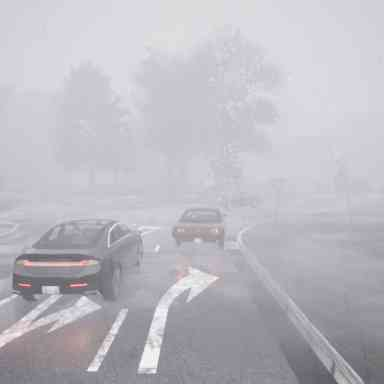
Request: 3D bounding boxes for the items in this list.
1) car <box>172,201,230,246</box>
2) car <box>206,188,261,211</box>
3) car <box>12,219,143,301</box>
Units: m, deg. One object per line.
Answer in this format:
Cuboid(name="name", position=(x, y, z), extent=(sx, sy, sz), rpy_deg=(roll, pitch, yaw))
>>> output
Cuboid(name="car", position=(0.504, 1.320, 13.994), extent=(1.895, 1.301, 4.718), rpy_deg=(0, 3, 7))
Cuboid(name="car", position=(3.197, 0.482, 24.908), extent=(4.902, 1.511, 2.128), rpy_deg=(-4, 6, -41))
Cuboid(name="car", position=(-2.399, 1.410, 8.124), extent=(2.128, 1.511, 4.902), rpy_deg=(0, 1, 1))
